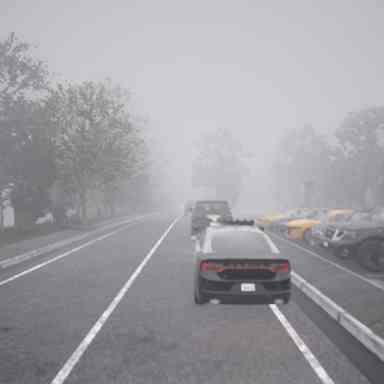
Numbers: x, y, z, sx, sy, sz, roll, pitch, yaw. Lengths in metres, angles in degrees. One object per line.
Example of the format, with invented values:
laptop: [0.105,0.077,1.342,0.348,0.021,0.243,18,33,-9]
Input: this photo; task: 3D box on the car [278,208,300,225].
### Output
car: [7.126,1.646,16.267,5.008,1.535,2.097,0,-1,0]

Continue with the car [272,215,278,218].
car: [7.133,1.688,19.039,4.892,1.521,2.231,0,-1,0]

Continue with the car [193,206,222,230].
car: [1.032,1.811,24.372,1.882,1.535,5.008,0,-1,0]

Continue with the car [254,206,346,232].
car: [6.950,1.733,21.808,5.366,1.575,1.946,0,-1,0]

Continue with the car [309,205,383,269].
car: [7.075,1.334,10.722,5.566,2.045,2.435,0,-1,0]

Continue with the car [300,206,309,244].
car: [7.143,1.487,13.492,4.553,1.767,2.185,0,-1,0]

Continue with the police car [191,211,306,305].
police car: [0.994,1.505,8.461,1.930,1.638,5.238,0,-1,0]

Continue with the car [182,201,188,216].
car: [0.122,2.149,44.162,2.150,2.045,5.566,0,-2,0]

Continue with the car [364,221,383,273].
car: [7.125,1.589,7.942,4.792,1.488,2.163,0,-1,0]

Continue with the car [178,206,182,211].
car: [-2.863,4.603,95.331,1.812,1.442,4.674,0,-2,1]

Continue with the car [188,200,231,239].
car: [1.018,1.439,18.403,2.150,2.045,5.566,0,-1,0]
